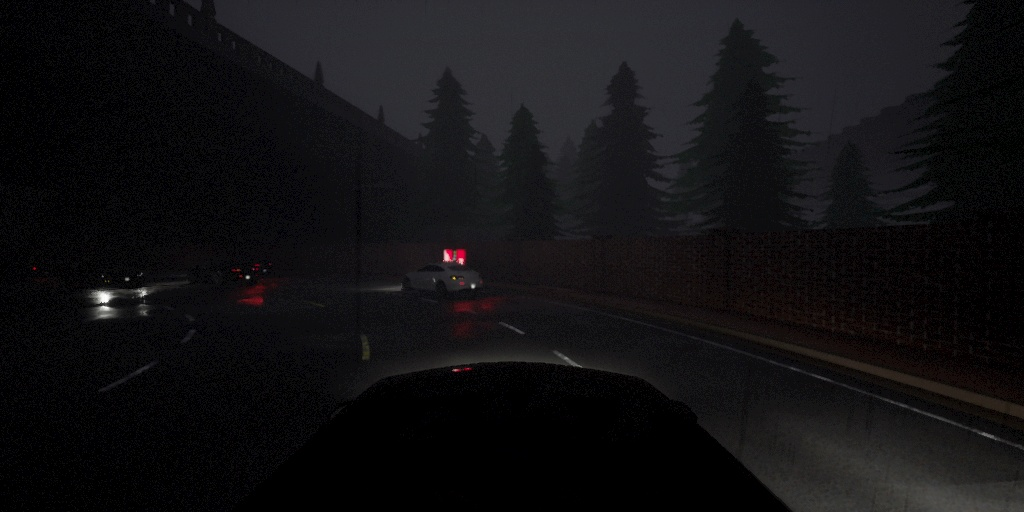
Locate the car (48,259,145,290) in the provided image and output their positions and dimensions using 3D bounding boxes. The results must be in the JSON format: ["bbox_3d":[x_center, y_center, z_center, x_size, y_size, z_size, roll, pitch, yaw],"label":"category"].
[{"bbox_3d":[-22.312,0.947,19.451,4.892,1.490,1.837,0,1,19],"label":"car"}]

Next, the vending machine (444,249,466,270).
[{"bbox_3d":[-3.500,0.573,21.977,0.880,2.100,1.100,0,0,36],"label":"vending machine"}]

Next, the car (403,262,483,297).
[{"bbox_3d":[-3.294,1.001,16.700,4.674,1.442,1.812,1,1,45],"label":"car"}]

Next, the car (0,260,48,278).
[{"bbox_3d":[-36.453,0.919,26.911,4.718,1.301,1.895,0,1,13],"label":"car"}]

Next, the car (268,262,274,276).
[{"bbox_3d":[-19.661,0.809,26.077,4.902,1.511,2.128,0,1,21],"label":"car"}]

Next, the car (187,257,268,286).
[{"bbox_3d":[-17.117,0.910,21.268,4.892,1.490,1.837,1,1,25],"label":"car"}]
